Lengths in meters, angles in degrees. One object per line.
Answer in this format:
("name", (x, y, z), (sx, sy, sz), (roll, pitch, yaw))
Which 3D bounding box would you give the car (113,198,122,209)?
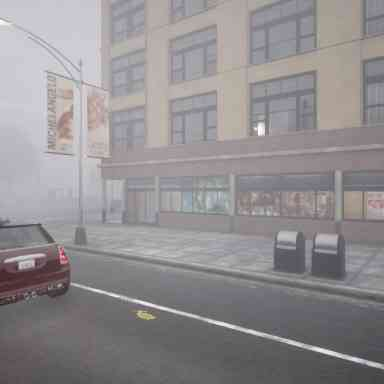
("car", (-8.606, 1.491, 44.920), (2.128, 1.511, 4.902), (0, 0, 36))

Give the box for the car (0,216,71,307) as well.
("car", (-4.763, 1.352, 7.369), (4.553, 1.767, 2.097), (0, 0, 36))
